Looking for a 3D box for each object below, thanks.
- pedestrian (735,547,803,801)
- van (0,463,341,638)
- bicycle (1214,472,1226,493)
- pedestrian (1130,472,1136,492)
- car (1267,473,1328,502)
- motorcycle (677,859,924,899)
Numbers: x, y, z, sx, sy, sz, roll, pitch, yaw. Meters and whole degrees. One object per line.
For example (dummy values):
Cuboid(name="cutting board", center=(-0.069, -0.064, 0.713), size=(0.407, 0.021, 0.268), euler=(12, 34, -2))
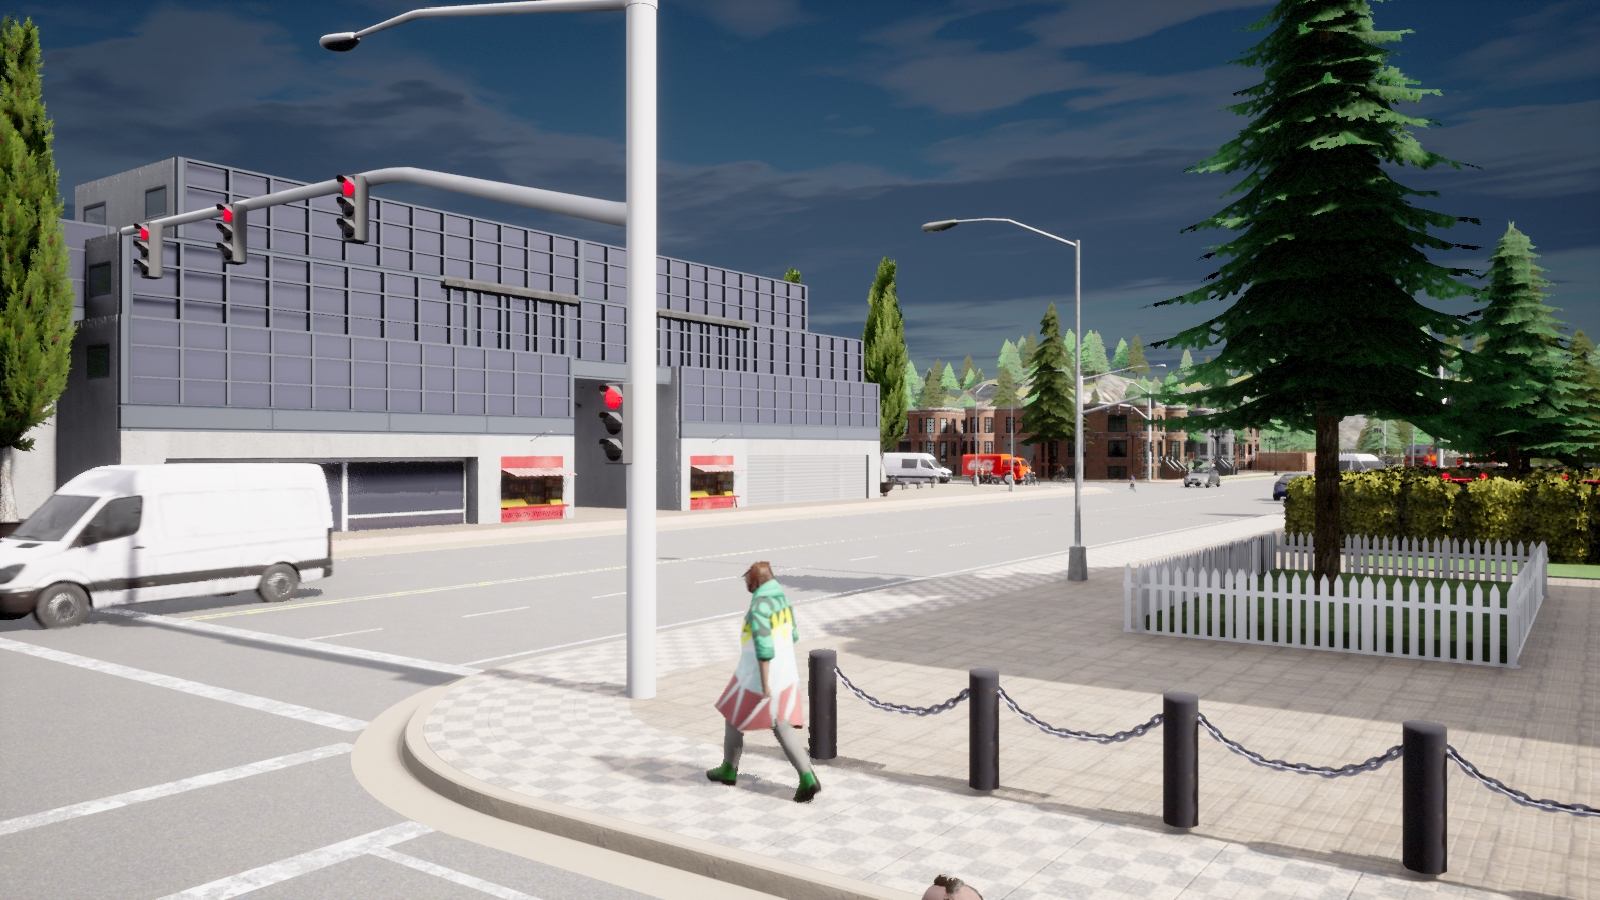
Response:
Cuboid(name="pedestrian", center=(-0.235, 1.697, 8.813), size=(0.375, 1.860, 0.375), euler=(0, 0, 36))
Cuboid(name="van", center=(-11.266, 1.534, 20.020), size=(1.988, 2.561, 5.915), euler=(0, 0, 33))
Cuboid(name="bicycle", center=(27.802, 2.156, 75.587), size=(0.373, 1.296, 1.643), euler=(0, 0, 35))
Cuboid(name="pedestrian", center=(21.955, 2.128, 75.338), size=(0.375, 1.300, 0.375), euler=(0, 0, 19))
Cuboid(name="car", center=(27.765, 2.063, 63.661), size=(2.163, 1.488, 4.792), euler=(0, 0, 35))
Cuboid(name="motorcycle", center=(0.509, 2.205, 3.428), size=(2.209, 1.251, 0.867), euler=(0, 0, 35))
